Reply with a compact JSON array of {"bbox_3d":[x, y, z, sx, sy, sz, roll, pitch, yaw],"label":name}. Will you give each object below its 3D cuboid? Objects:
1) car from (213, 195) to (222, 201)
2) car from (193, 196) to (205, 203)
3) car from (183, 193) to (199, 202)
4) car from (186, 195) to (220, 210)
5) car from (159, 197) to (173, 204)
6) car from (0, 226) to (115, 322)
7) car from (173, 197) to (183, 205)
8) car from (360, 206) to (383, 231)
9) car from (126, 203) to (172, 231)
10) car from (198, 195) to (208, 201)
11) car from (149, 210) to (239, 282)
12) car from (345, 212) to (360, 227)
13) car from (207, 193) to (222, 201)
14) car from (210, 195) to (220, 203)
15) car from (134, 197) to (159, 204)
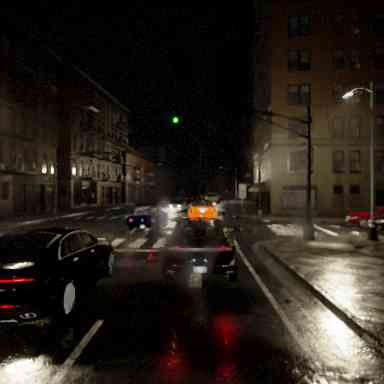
[{"bbox_3d":[5.868,1.370,76.449,1.812,1.442,4.674,0,0,7],"label":"car"},{"bbox_3d":[1.480,1.493,67.308,2.033,1.411,5.357,0,0,7],"label":"car"},{"bbox_3d":[0.267,1.188,57.321,2.150,2.045,5.566,0,0,7],"label":"car"},{"bbox_3d":[0.859,1.359,25.373,2.097,1.767,4.553,0,0,3],"label":"car"},{"bbox_3d":[-4.291,1.500,45.918,1.837,1.490,4.892,0,0,6],"label":"car"},{"bbox_3d":[-3.063,1.515,7.304,1.837,1.490,4.892,0,0,1],"label":"car"},{"bbox_3d":[-2.719,1.568,59.873,1.895,1.301,4.718,0,0,7],"label":"car"},{"bbox_3d":[12.826,1.658,19.193,4.902,1.511,2.128,0,0,6],"label":"car"},{"bbox_3d":[-2.634,1.615,20.642,1.895,1.301,4.718,0,0,2],"label":"car"},{"bbox_3d":[2.642,1.352,76.842,1.837,1.490,4.892,0,0,7],"label":"car"},{"bbox_3d":[0.237,1.498,9.752,2.128,1.511,4.902,0,0,1],"label":"car"},{"bbox_3d":[12.866,1.692,22.475,4.674,1.442,1.812,0,0,6],"label":"car"},{"bbox_3d":[3.427,1.184,56.349,2.150,2.045,5.566,0,0,7],"label":"car"},{"bbox_3d":[4.674,1.419,66.651,1.882,1.535,5.008,0,0,7],"label":"car"},{"bbox_3d":[-5.165,1.536,35.860,1.812,1.442,4.674,0,0,4],"label":"car"}]
